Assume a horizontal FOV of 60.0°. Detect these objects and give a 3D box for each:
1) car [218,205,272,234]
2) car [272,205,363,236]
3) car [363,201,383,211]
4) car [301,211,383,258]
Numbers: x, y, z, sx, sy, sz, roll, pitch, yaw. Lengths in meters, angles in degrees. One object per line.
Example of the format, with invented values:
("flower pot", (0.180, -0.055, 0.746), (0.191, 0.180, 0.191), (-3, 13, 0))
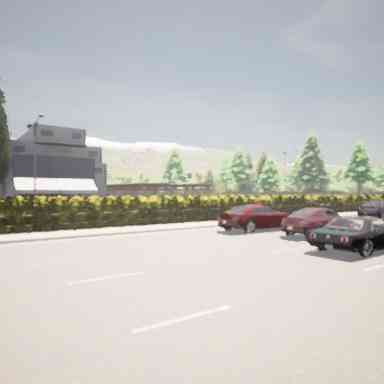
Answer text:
("car", (3.771, 1.483, 19.369), (5.008, 1.535, 1.882), (0, 0, -35))
("car", (6.499, 1.531, 17.010), (4.674, 1.442, 1.812), (0, 0, -35))
("car", (15.865, 1.502, 28.034), (4.902, 1.511, 2.128), (0, 0, -36))
("car", (6.559, 1.605, 12.770), (4.718, 1.301, 1.895), (0, 0, -35))
